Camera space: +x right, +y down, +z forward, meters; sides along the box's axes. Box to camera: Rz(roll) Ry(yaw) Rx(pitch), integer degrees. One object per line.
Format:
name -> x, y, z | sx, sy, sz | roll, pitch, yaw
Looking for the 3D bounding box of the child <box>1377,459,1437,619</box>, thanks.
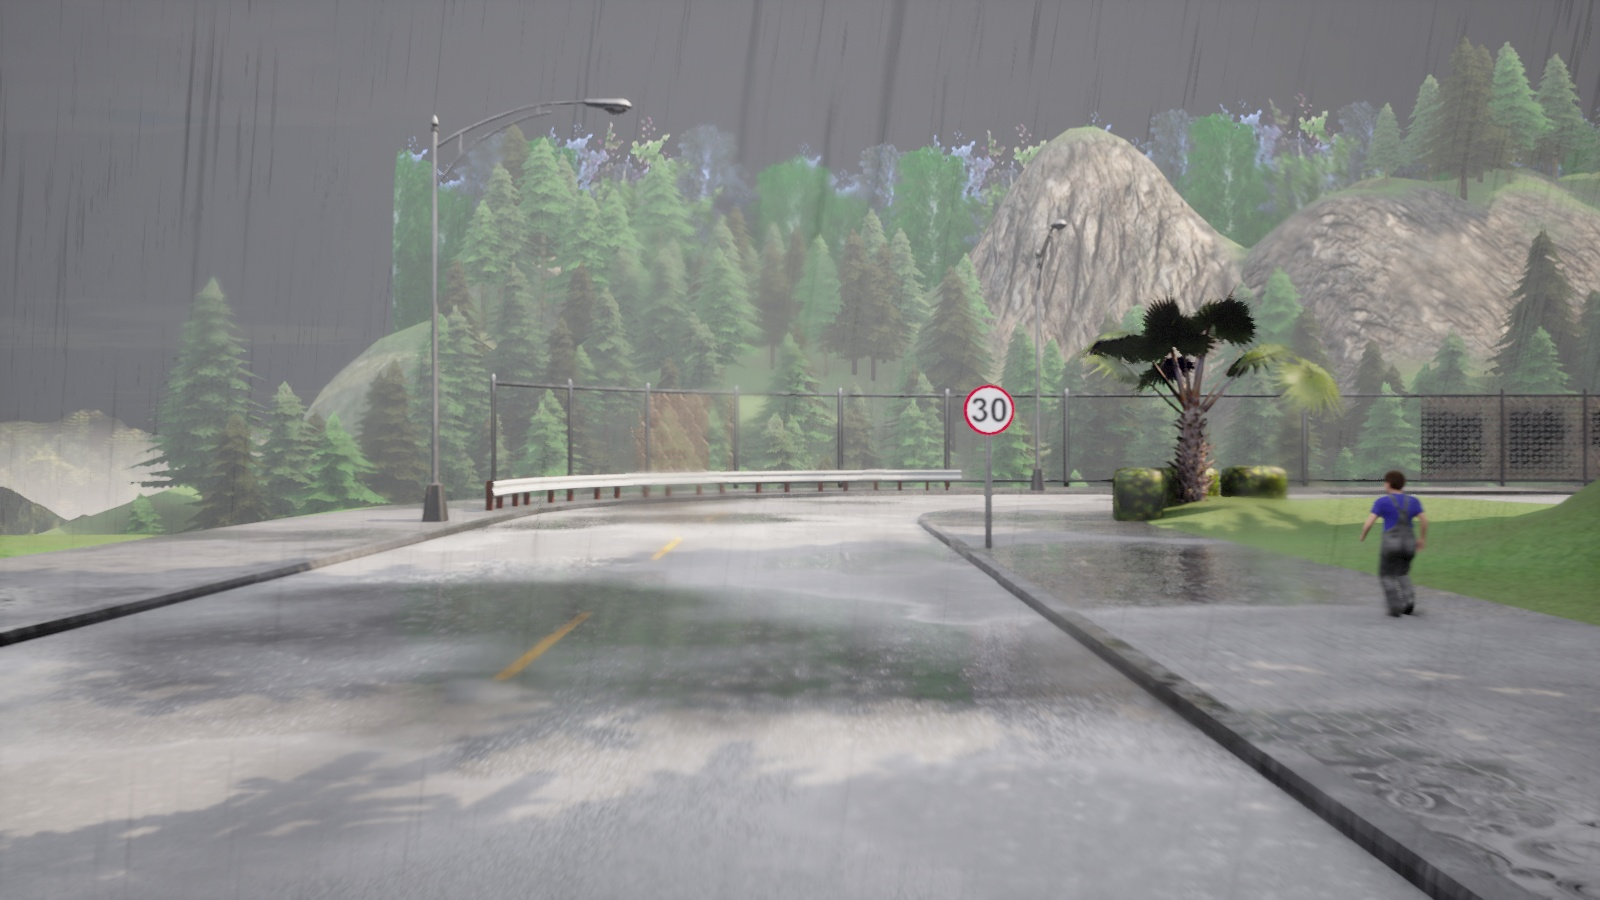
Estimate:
child -> 4.886, 0.703, 10.116 | 0.270, 1.263, 0.437 | 0, 0, 0
